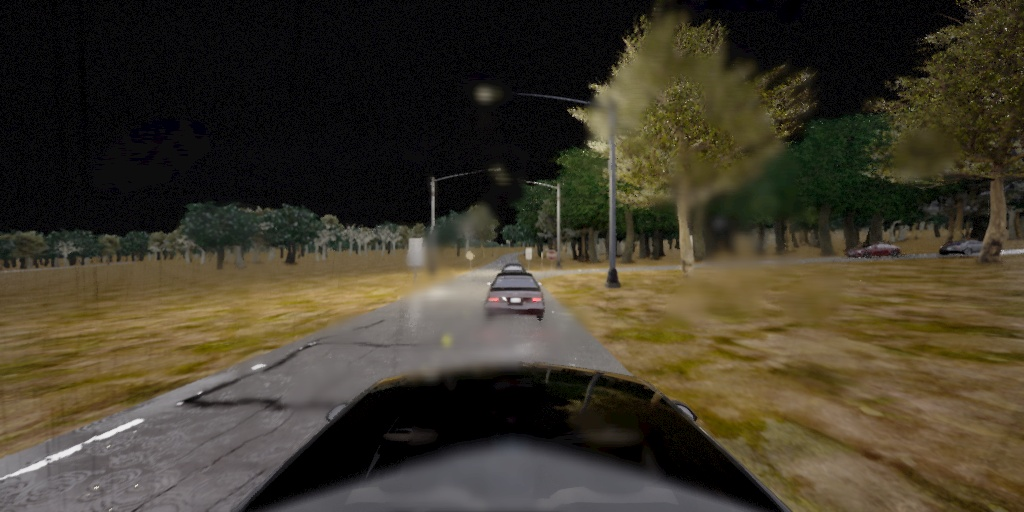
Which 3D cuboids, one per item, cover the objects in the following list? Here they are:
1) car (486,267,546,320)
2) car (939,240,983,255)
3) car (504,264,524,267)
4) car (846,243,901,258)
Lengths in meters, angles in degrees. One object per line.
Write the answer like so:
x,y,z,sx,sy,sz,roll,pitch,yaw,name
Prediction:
0.088,1.267,12.471,2.033,1.411,5.357,0,0,0,car
43.733,-0.801,34.267,4.181,1.385,1.994,-2,0,-1,car
0.124,1.213,23.607,1.812,1.442,4.674,0,0,2,car
37.606,-0.570,37.329,4.674,1.442,1.812,-3,0,0,car
